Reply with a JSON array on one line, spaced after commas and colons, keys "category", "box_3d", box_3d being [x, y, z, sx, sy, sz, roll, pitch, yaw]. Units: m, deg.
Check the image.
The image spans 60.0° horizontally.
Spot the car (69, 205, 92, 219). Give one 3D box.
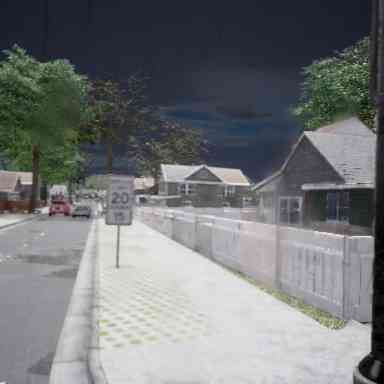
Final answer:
[{"category": "car", "box_3d": [-13.174, 2.401, 39.717, 1.994, 1.385, 4.181, 2, -2, -15]}]

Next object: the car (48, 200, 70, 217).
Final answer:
[{"category": "car", "box_3d": [-16.887, 2.018, 42.603, 2.150, 2.045, 5.566, 2, -2, -16]}]

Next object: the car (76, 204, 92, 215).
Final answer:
[{"category": "car", "box_3d": [-15.862, 2.582, 49.051, 1.994, 1.385, 4.181, 2, -2, -16]}]
